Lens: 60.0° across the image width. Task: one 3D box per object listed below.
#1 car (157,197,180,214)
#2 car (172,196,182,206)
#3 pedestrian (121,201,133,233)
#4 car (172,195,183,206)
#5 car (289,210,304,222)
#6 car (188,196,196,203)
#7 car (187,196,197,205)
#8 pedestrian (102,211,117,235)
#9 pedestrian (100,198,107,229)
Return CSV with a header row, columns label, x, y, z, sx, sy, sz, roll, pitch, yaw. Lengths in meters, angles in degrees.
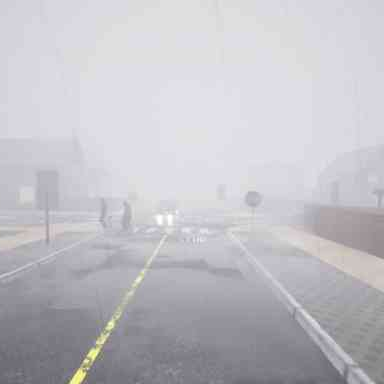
label,x,y,z,sx,sy,sz,roll,pitch,yaw
car,-2.833,1.602,37.447,2.128,1.511,4.902,0,0,0
car,-2.827,1.702,48.083,1.812,1.442,4.674,0,-1,0
pedestrian,-3.565,1.322,18.166,0.375,1.860,0.375,-1,1,0
car,-2.804,1.500,60.603,2.150,2.045,5.566,0,0,0
car,10.423,1.798,27.032,4.718,1.301,1.895,1,1,-1
car,0.028,1.816,79.395,1.837,1.490,4.892,0,-1,0
car,0.025,1.935,69.386,1.994,1.385,4.181,0,-1,0
pedestrian,-4.224,1.700,17.388,0.500,1.100,0.500,-1,1,0
pedestrian,-4.967,1.176,18.775,0.375,1.860,0.375,-1,1,0
